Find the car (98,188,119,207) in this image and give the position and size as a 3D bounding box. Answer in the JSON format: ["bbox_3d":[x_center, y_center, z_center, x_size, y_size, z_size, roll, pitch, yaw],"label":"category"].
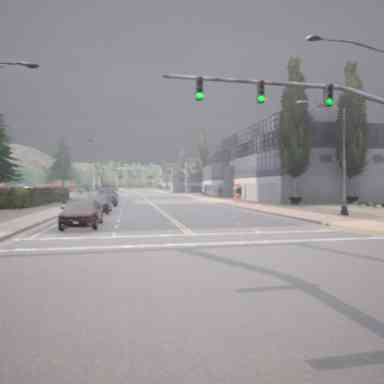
[{"bbox_3d":[-9.648,0.586,37.721,2.150,2.045,5.566,0,1,-10],"label":"car"}]

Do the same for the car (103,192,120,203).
[{"bbox_3d":[-11.602,0.734,48.159,2.033,1.411,5.357,0,1,-11],"label":"car"}]

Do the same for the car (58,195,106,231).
[{"bbox_3d":[-6.102,1.169,18.578,1.882,1.535,5.008,0,1,-10],"label":"car"}]

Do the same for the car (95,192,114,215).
[{"bbox_3d":[-7.863,1.008,27.990,1.882,1.535,5.008,0,1,-10],"label":"car"}]
